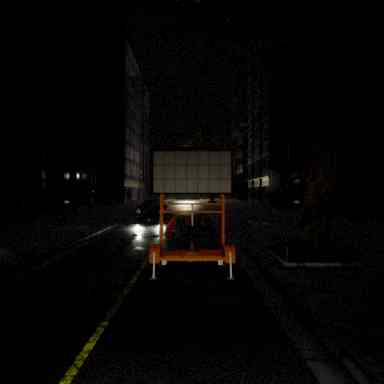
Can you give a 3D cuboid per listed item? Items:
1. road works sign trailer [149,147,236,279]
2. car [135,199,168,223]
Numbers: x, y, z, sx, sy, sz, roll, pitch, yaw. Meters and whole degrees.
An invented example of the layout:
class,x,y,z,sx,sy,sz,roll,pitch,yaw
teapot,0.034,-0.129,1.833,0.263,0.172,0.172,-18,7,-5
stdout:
class,x,y,z,sx,sy,sz,roll,pitch,yaw
road works sign trailer,0.009,0.464,9.982,2.380,3.560,2.880,0,0,0
car,-2.976,1.352,25.202,2.097,1.767,4.553,0,0,0
